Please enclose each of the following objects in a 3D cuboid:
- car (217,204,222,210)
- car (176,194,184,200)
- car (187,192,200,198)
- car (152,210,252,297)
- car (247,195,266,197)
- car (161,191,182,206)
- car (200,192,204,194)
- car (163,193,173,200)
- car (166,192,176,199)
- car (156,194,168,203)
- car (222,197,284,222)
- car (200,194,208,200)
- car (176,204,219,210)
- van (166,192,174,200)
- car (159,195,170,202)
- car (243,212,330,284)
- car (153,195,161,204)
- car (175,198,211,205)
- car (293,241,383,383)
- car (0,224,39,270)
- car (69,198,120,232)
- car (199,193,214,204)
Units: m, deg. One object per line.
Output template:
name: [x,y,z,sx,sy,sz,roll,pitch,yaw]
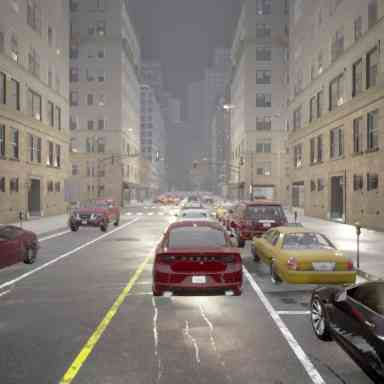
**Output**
car: [2.781,1.558,20.250,1.802,1.307,4.206,0,0,0]
car: [-2.943,1.183,80.755,1.812,1.442,4.674,0,0,0]
car: [0.149,1.251,68.826,1.837,1.490,4.892,0,0,0]
car: [0.078,1.473,8.652,1.882,1.535,5.008,0,0,-1]
car: [7.264,1.242,40.970,4.553,1.767,2.097,0,0,0]
car: [-3.112,1.203,51.752,2.097,1.767,4.553,0,0,2]
car: [2.819,1.271,68.925,1.752,1.417,4.829,1,0,0]
car: [-5.698,1.108,79.615,1.967,1.590,4.097,1,0,0]
car: [-5.689,0.898,90.460,2.192,1.841,5.009,1,0,0]
car: [-5.711,1.223,63.345,1.967,1.590,4.097,1,0,0]
car: [2.777,1.302,14.699,2.192,1.841,5.009,0,0,0]
car: [2.826,1.249,79.604,1.802,1.307,4.206,1,0,0]
car: [0.110,1.510,16.158,1.812,1.442,4.674,0,0,0]
van: [-5.693,0.967,85.037,1.690,1.788,3.998,1,0,0]
car: [-5.707,1.292,68.769,1.887,1.381,4.507,1,0,0]
car: [2.773,1.519,9.315,1.752,1.417,4.829,0,0,0]
car: [-5.716,1.361,57.922,1.887,1.381,4.507,0,0,0]
car: [0.091,1.454,25.300,2.128,1.511,4.902,0,0,0]
car: [2.768,1.566,3.594,1.947,1.339,4.313,0,0,0]
car: [-5.754,1.577,9.158,1.802,1.307,4.206,0,0,0]
car: [-5.744,1.291,20.264,2.192,1.841,5.009,0,0,0]
car: [2.809,1.367,57.908,2.008,1.369,4.403,0,0,0]
